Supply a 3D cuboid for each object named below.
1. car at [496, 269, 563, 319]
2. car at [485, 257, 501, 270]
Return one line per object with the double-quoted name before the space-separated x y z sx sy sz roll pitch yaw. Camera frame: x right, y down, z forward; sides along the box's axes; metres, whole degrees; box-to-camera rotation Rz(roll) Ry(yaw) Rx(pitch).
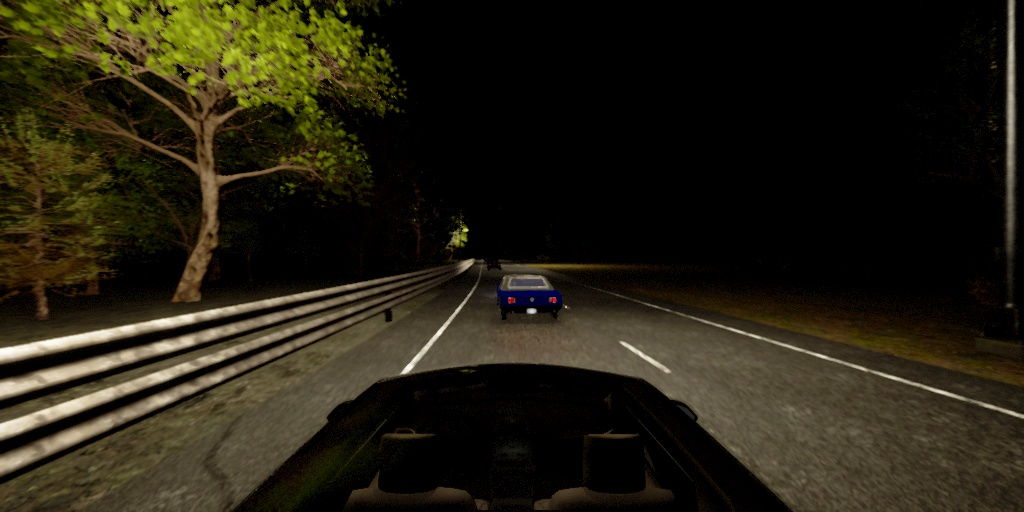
"car" 0.413 1.328 12.756 1.895 1.301 4.718 0 0 -5
"car" -2.493 1.174 49.580 2.033 1.411 5.357 0 0 -5
